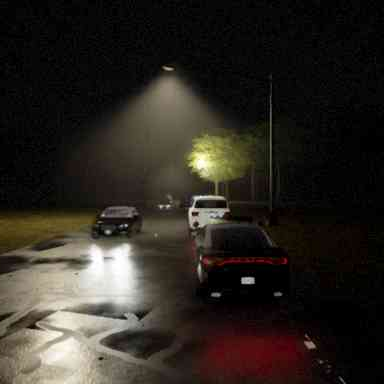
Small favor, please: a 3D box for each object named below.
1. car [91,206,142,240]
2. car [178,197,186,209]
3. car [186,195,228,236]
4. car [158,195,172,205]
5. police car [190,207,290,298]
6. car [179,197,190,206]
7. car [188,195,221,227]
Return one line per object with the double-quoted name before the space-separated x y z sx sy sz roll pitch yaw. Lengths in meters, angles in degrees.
"car" -3.735 1.506 17.146 2.128 1.511 4.902 0 0 -1
"car" -0.781 1.636 46.168 1.994 1.385 4.181 0 0 -1
"car" 0.903 1.241 18.642 2.150 2.045 5.566 0 0 -1
"car" -4.927 1.679 59.969 1.994 1.385 4.181 0 0 -2
"police car" 1.009 1.427 8.696 1.930 1.638 5.238 0 0 0
"car" -1.320 1.615 59.870 1.837 1.490 4.892 -1 0 -3
"car" 0.809 1.246 24.651 2.150 2.045 5.566 0 0 -1
